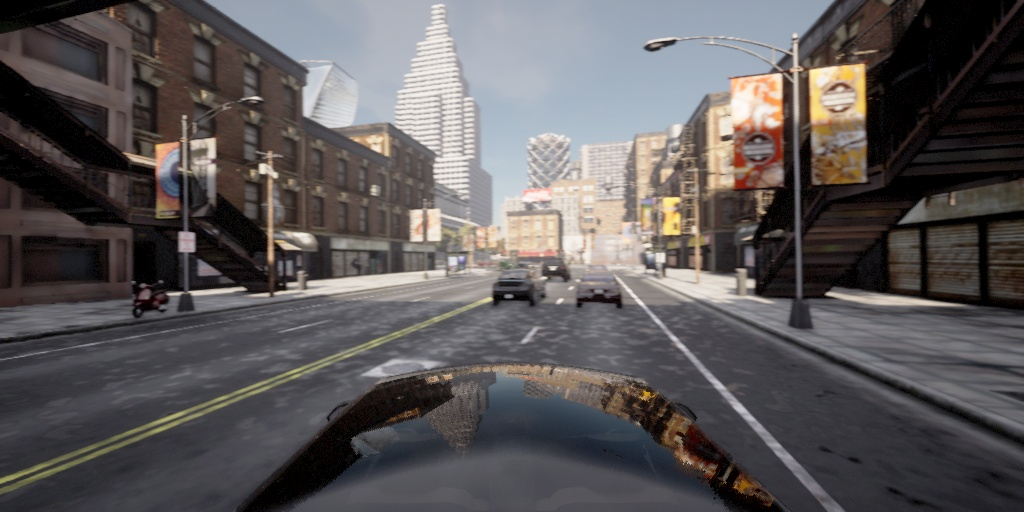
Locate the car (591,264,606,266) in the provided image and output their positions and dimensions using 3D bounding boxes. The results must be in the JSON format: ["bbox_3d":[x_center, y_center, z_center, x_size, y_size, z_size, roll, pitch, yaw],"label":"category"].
[{"bbox_3d":[7.266,1.417,30.179,2.033,1.411,5.357,-1,0,14],"label":"car"}]

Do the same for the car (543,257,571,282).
[{"bbox_3d":[3.867,1.137,31.031,2.150,2.045,5.566,-1,0,14],"label":"car"}]

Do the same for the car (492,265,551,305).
[{"bbox_3d":[0.442,1.365,16.715,1.837,1.490,4.892,-1,0,14],"label":"car"}]

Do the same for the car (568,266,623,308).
[{"bbox_3d":[3.770,1.352,15.593,2.033,1.411,5.357,-1,0,14],"label":"car"}]
